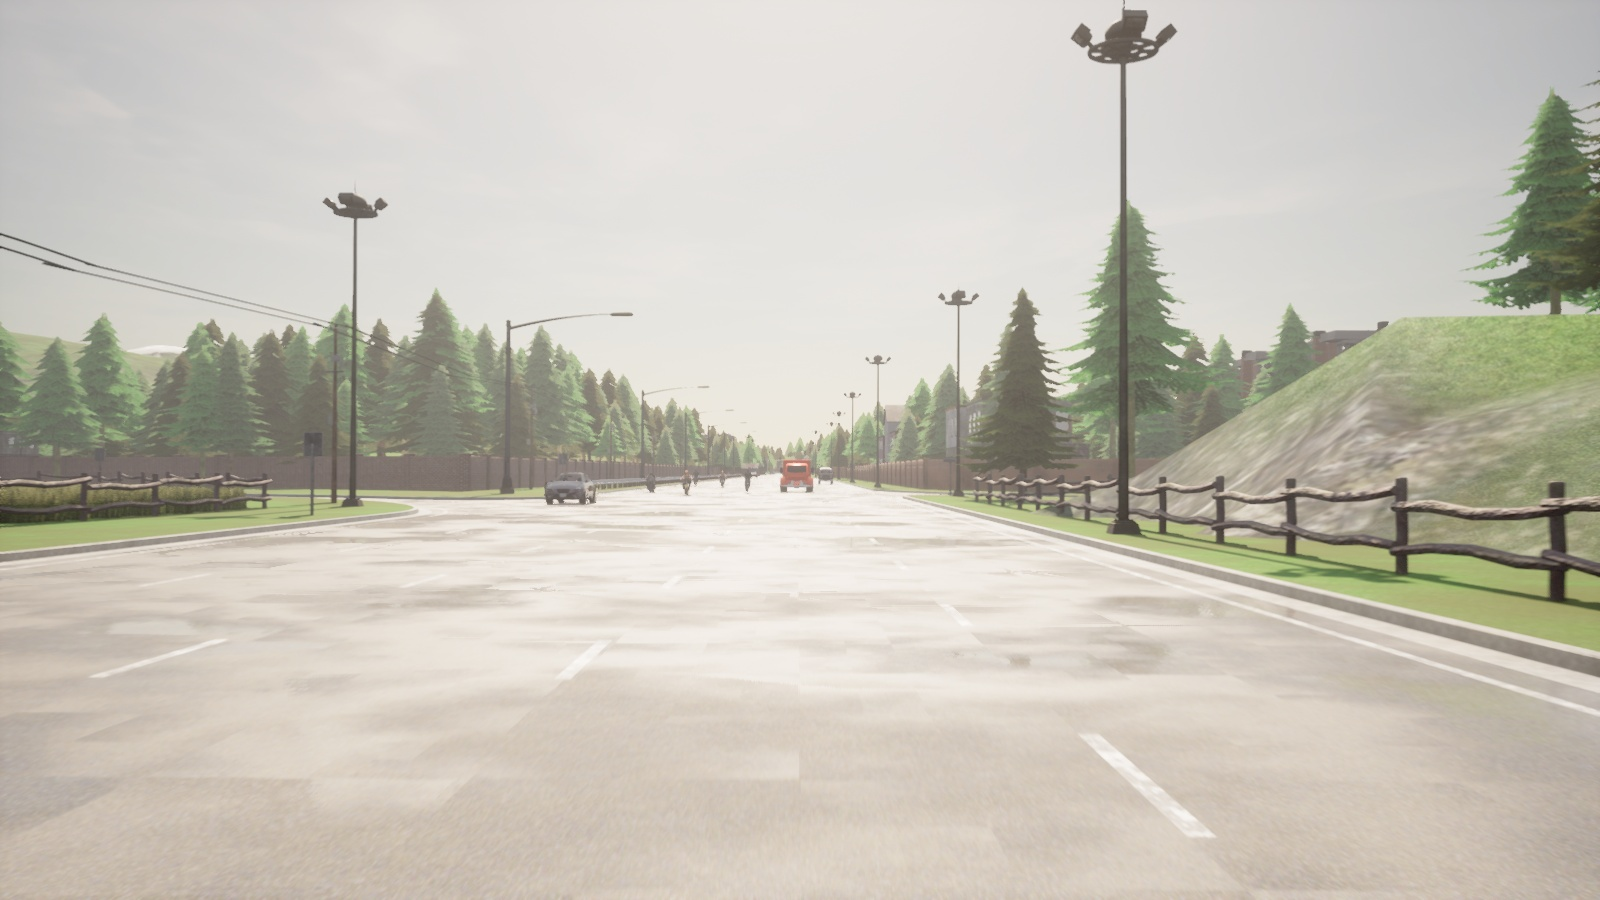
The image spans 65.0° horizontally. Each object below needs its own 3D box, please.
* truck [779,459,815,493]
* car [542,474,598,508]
[{"bbox_3d":[-0.233,1.974,95.595,2.627,2.467,5.204,0,-1,0],"label":"truck"},{"bbox_3d":[-10.641,1.875,58.329,1.816,1.474,4.193,0,-1,0],"label":"car"}]
